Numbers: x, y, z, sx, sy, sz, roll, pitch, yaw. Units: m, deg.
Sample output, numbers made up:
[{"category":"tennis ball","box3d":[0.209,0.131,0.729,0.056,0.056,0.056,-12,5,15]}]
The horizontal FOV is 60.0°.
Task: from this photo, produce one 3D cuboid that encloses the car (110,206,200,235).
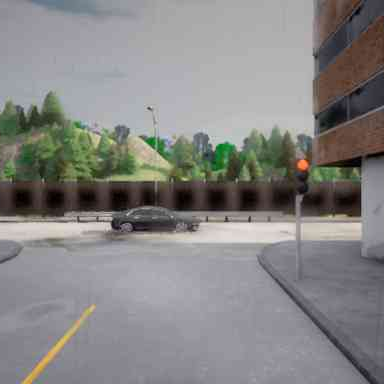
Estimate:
[{"category":"car","box3d":[-2.013,1.577,18.377,4.892,1.490,1.837,0,0,0]}]
